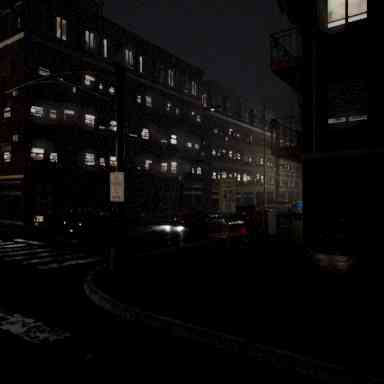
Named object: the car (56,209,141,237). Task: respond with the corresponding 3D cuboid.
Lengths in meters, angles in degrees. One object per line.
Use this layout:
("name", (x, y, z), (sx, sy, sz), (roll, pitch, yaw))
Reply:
("car", (-5.435, 1.884, 20.320), (1.895, 1.301, 4.718), (0, -1, 36))

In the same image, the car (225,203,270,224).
("car", (4.804, 1.865, 29.345), (2.097, 1.767, 4.553), (0, -1, 35))

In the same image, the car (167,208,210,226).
("car", (-0.195, 2.013, 27.793), (1.994, 1.385, 4.181), (0, -1, 34))

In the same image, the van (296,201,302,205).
("van", (18.357, 2.463, 58.868), (1.690, 1.788, 3.998), (-1, -2, 35))

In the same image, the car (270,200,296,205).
("car", (11.696, 2.050, 44.712), (2.150, 2.045, 5.566), (0, -1, 35))

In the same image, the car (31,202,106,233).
("car", (-7.697, 1.604, 21.603), (2.192, 1.841, 5.009), (-1, -2, 35))

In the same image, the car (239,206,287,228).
("car", (5.694, 2.048, 26.179), (1.802, 1.307, 4.206), (-2, -2, 35))

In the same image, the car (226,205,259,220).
("car", (5.519, 2.196, 35.967), (1.994, 1.385, 4.181), (0, -1, 34))

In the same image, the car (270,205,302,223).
("car", (8.951, 2.121, 30.839), (2.008, 1.369, 4.403), (-2, -2, 35))
